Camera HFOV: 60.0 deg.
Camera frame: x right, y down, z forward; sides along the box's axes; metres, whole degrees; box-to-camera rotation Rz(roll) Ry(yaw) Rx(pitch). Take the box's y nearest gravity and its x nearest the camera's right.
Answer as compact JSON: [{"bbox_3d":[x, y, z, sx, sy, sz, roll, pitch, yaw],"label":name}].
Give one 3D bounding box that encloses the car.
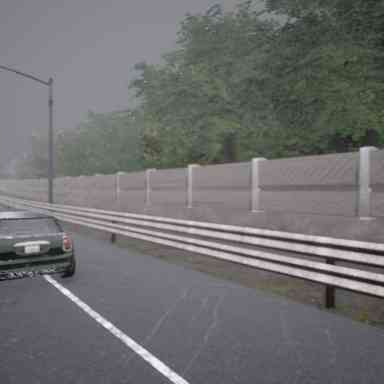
[{"bbox_3d":[-4.930,1.316,9.314,2.097,1.767,4.553,0,0,-37],"label":"car"}]
